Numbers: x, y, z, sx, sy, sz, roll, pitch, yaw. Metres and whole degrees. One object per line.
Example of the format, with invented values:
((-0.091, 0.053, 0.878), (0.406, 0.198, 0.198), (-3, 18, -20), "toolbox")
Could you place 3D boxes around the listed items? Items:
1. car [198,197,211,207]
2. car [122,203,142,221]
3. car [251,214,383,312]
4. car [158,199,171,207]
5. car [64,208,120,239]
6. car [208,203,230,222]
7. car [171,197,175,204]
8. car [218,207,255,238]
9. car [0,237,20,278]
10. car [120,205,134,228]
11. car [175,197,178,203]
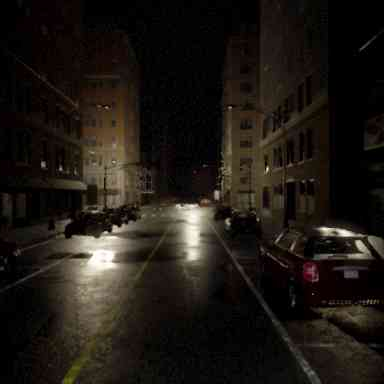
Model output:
((2.753, 2.174, 66.976), (1.967, 1.590, 4.097), (0, -1, 0), "car")
((-5.729, 1.760, 29.870), (1.967, 1.590, 4.097), (0, -1, 0), "car")
((2.842, 1.520, 7.884), (1.967, 1.590, 4.097), (0, -1, 0), "car")
((-5.771, 2.325, 66.969), (1.802, 1.307, 4.206), (0, -1, 0), "car")
((-5.706, 1.769, 18.867), (1.947, 1.339, 4.313), (0, -1, 0), "car")
((2.797, 1.876, 29.887), (1.947, 1.339, 4.313), (0, -1, 0), "car")
((-5.774, 2.427, 77.786), (2.008, 1.369, 4.403), (0, -1, 0), "car")
((2.819, 1.745, 18.885), (2.008, 1.369, 4.403), (0, -1, 0), "car")
((-5.683, 1.671, 7.865), (1.802, 1.307, 4.206), (0, -1, 0), "car")
((-5.718, 1.843, 24.368), (1.802, 1.307, 4.206), (0, -1, 0), "car")
((-5.779, 2.615, 93.840), (1.752, 1.417, 4.829), (0, -1, 0), "car")
